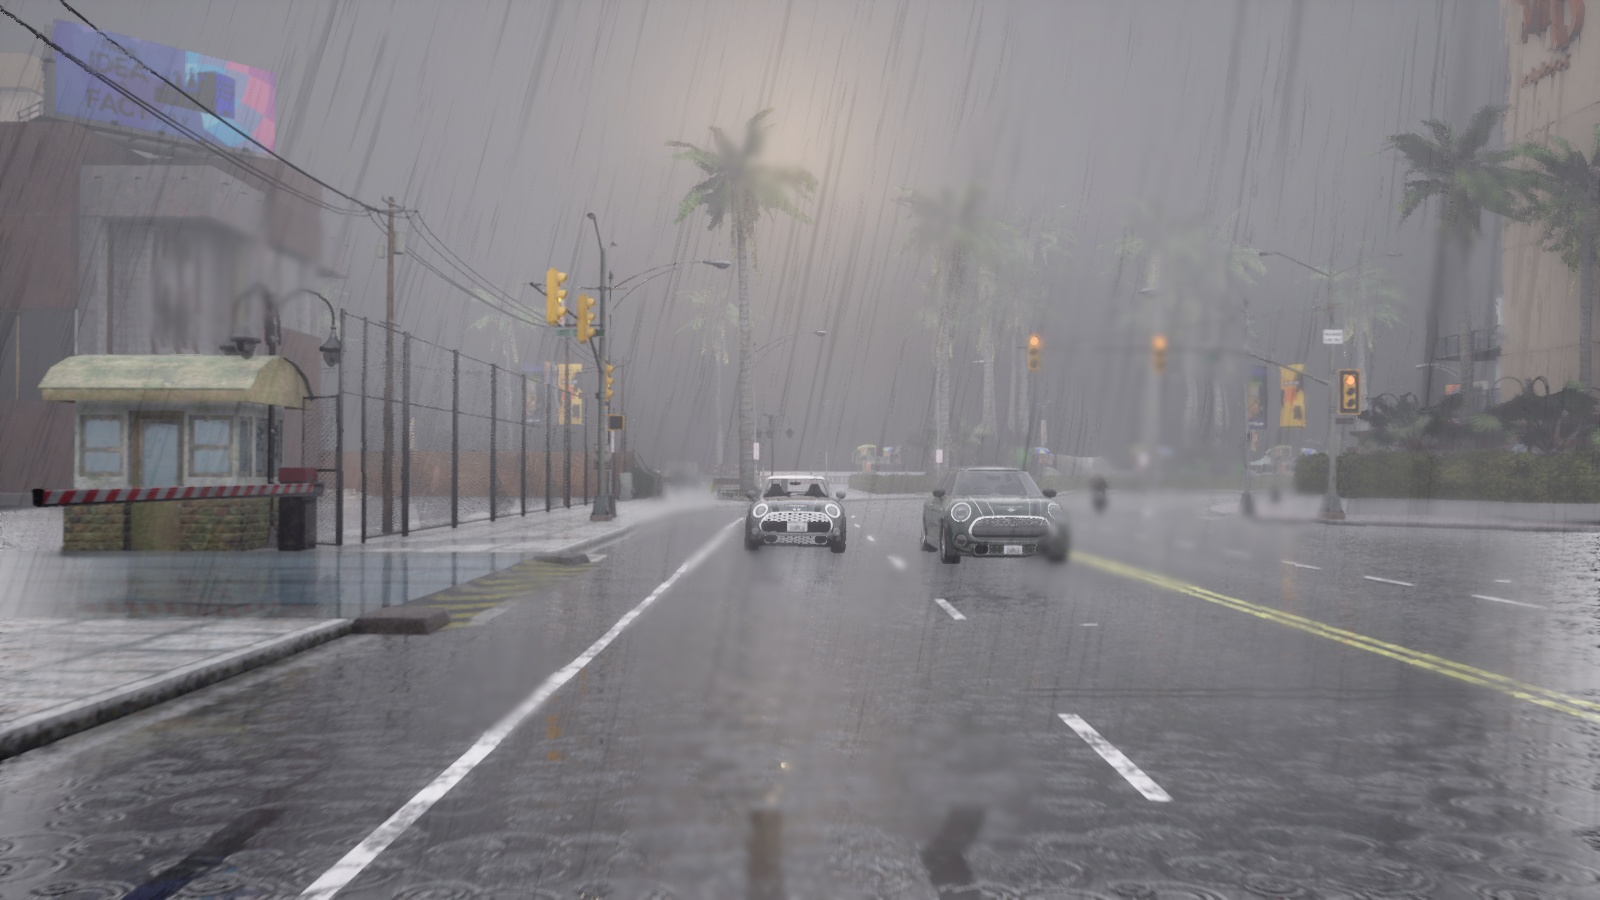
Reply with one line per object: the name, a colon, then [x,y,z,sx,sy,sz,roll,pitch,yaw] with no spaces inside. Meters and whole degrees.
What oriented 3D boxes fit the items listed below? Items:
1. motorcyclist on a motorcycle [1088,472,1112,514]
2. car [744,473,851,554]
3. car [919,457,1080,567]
motorcyclist on a motorcycle: [11.301,1.601,47.304,0.866,1.530,2.191,0,-1,13]
car: [-0.069,1.202,25.033,1.970,1.475,3.806,0,-1,-1]
car: [3.435,1.039,22.521,2.097,1.767,4.553,0,-1,-1]
